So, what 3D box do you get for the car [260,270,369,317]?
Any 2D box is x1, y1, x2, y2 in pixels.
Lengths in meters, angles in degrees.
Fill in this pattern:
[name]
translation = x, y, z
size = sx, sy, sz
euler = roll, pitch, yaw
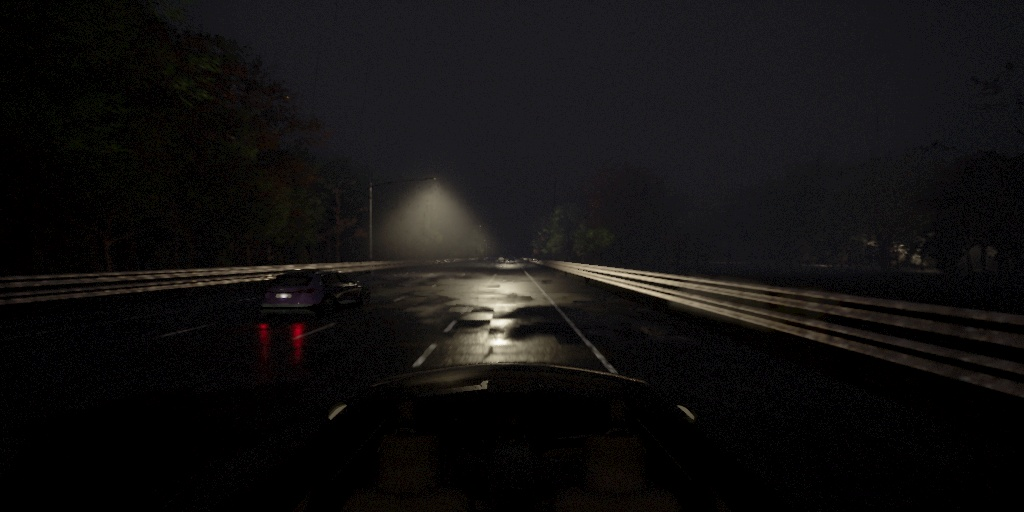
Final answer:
[car]
translation = -6.999, 1.320, 13.245
size = 2.033, 1.649, 4.856
euler = 0, -1, 0
